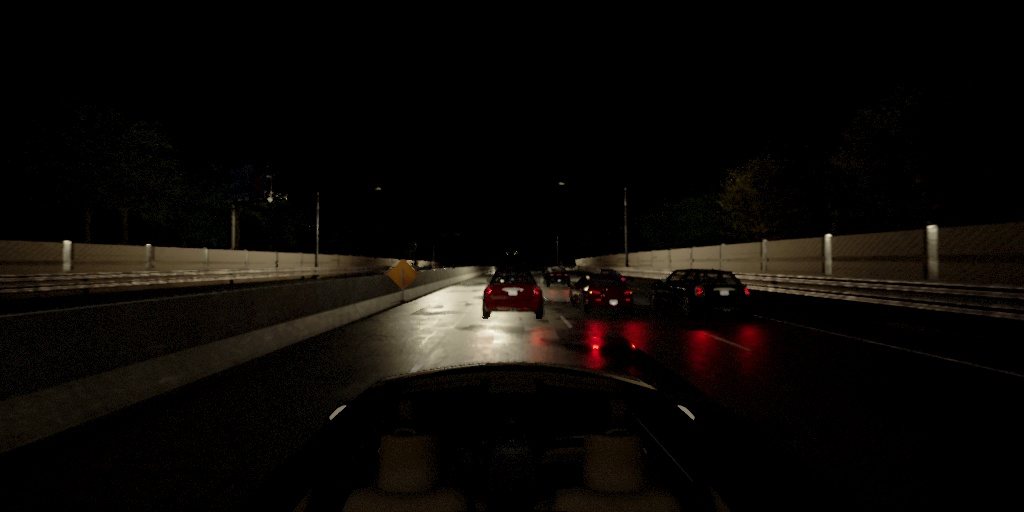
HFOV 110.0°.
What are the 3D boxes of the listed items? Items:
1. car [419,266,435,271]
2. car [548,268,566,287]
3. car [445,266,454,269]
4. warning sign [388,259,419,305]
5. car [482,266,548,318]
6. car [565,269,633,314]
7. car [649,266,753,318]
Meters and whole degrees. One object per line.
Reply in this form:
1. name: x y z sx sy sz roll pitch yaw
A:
1. car: -14.042 2.391 59.516 1.812 1.442 4.674 0 -1 1
2. car: 3.544 1.675 29.084 2.128 1.511 4.902 0 -1 1
3. car: -10.540 2.413 59.504 2.033 1.411 5.357 0 -1 1
4. warning sign: -4.551 1.046 14.889 1.300 1.860 1.060 0 0 0
5. car: 0.046 1.270 13.967 2.097 1.767 4.553 0 -1 1
6. car: 3.551 1.456 14.746 1.812 1.442 4.674 0 -1 1
7. car: 7.045 1.270 13.974 2.097 1.767 4.553 0 -1 1
